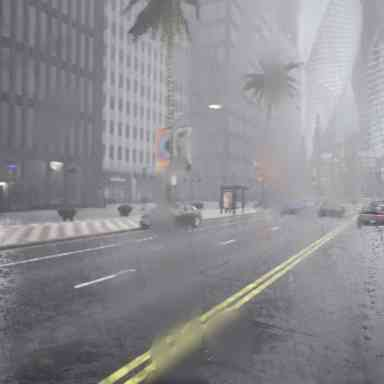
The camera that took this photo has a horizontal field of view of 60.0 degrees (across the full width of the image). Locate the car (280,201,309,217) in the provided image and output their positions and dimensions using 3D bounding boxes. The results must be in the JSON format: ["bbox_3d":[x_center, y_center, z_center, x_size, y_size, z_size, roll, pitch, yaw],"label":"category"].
[{"bbox_3d":[10.224,1.617,33.084,1.882,1.535,5.008,1,0,31],"label":"car"}]

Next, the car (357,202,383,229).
[{"bbox_3d":[12.429,1.671,22.723,2.128,1.511,4.902,1,0,31],"label":"car"}]

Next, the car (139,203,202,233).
[{"bbox_3d":[-1.118,1.446,19.805,2.231,1.521,4.892,1,0,31],"label":"car"}]

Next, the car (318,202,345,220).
[{"bbox_3d":[13.085,1.664,31.058,1.882,1.535,5.008,1,0,31],"label":"car"}]

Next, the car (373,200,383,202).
[{"bbox_3d":[20.055,1.647,35.387,2.097,1.767,4.553,1,0,33],"label":"car"}]
